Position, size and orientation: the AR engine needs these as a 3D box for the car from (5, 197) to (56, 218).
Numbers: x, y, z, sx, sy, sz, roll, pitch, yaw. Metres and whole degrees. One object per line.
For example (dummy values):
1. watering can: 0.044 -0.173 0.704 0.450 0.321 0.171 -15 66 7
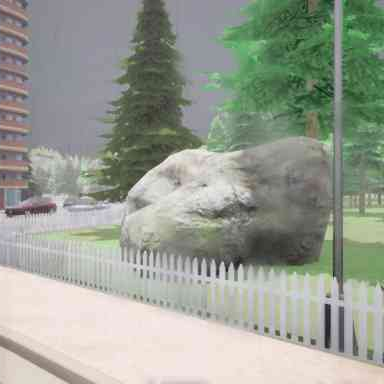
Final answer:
1. car: -14.519 1.422 30.237 1.882 1.535 5.008 0 0 15

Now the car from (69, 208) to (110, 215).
1. car: -9.929 1.545 32.822 1.895 1.301 4.718 0 0 13

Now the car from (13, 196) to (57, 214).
1. car: -16.783 1.296 35.880 2.097 1.767 4.553 0 0 8

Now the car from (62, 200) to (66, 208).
1. car: -16.509 1.448 45.913 1.837 1.490 4.892 0 0 -8
